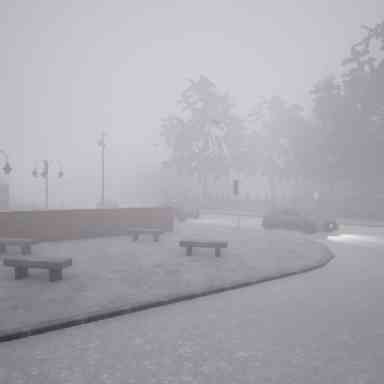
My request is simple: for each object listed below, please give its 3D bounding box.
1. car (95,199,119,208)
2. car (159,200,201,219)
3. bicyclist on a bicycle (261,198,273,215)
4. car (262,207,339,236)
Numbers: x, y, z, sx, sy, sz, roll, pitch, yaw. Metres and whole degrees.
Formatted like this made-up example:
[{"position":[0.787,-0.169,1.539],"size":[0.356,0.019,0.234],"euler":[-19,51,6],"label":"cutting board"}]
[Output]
[{"position":[-10.816,1.573,42.280],"size":[1.994,1.385,4.181],"euler":[0,0,-35],"label":"car"},{"position":[-1.155,1.502,28.551],"size":[1.837,1.490,4.892],"euler":[0,1,-35],"label":"car"},{"position":[7.079,1.349,31.453],"size":[1.656,1.620,0.582],"euler":[0,0,-35],"label":"bicyclist on a bicycle"},{"position":[5.962,1.564,18.697],"size":[1.994,1.385,4.181],"euler":[0,0,-37],"label":"car"}]
